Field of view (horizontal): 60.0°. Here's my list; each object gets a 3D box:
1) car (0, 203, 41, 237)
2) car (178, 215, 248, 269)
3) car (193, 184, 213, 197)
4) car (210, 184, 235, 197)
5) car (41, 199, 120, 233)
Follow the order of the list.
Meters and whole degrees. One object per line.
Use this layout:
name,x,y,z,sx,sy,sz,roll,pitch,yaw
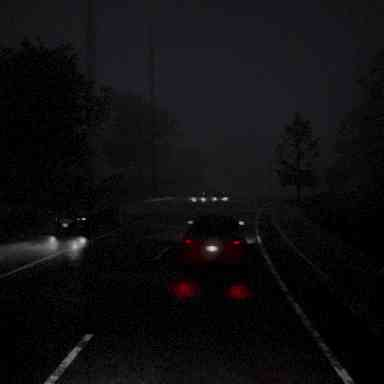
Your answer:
car,-9.172,1.266,16.607,2.033,1.411,5.357,0,2,9
car,0.759,1.439,10.871,1.994,1.385,4.181,0,1,6
car,2.088,-0.301,52.728,2.150,2.045,5.566,0,2,26
car,4.995,-0.029,50.689,1.882,1.535,5.008,0,2,26
car,-5.406,1.170,17.611,2.128,1.511,4.902,0,2,10
